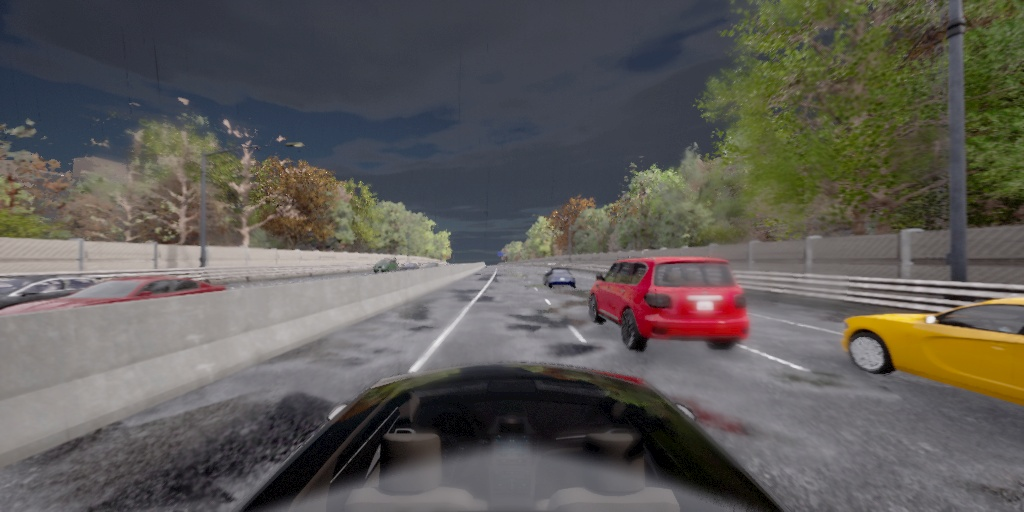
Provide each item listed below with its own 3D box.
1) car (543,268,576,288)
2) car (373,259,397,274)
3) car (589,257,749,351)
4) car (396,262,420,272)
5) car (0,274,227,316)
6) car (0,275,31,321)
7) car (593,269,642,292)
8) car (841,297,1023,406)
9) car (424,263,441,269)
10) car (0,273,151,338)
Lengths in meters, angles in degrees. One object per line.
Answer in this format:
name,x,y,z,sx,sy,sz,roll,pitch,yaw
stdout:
car,3.421,1.571,26.557,1.994,1.385,4.181,0,-1,-1
car,-18.262,1.496,52.157,2.150,2.045,5.566,0,0,-1
car,3.580,1.049,9.347,2.150,2.045,5.566,0,-1,0
car,-14.761,1.825,52.259,2.033,1.411,5.357,0,-1,-1
car,-10.624,1.320,10.136,1.882,1.535,5.008,0,-1,0
car,-17.625,1.372,10.128,1.812,1.442,4.674,0,-1,0
car,6.955,1.583,24.227,1.895,1.301,4.718,0,-1,-1
car,7.089,1.254,4.622,1.882,1.535,5.008,0,-1,0
car,-11.253,1.769,51.030,1.837,1.490,4.892,0,-1,-1
car,-14.127,1.340,10.539,2.128,1.511,4.902,0,-1,0
